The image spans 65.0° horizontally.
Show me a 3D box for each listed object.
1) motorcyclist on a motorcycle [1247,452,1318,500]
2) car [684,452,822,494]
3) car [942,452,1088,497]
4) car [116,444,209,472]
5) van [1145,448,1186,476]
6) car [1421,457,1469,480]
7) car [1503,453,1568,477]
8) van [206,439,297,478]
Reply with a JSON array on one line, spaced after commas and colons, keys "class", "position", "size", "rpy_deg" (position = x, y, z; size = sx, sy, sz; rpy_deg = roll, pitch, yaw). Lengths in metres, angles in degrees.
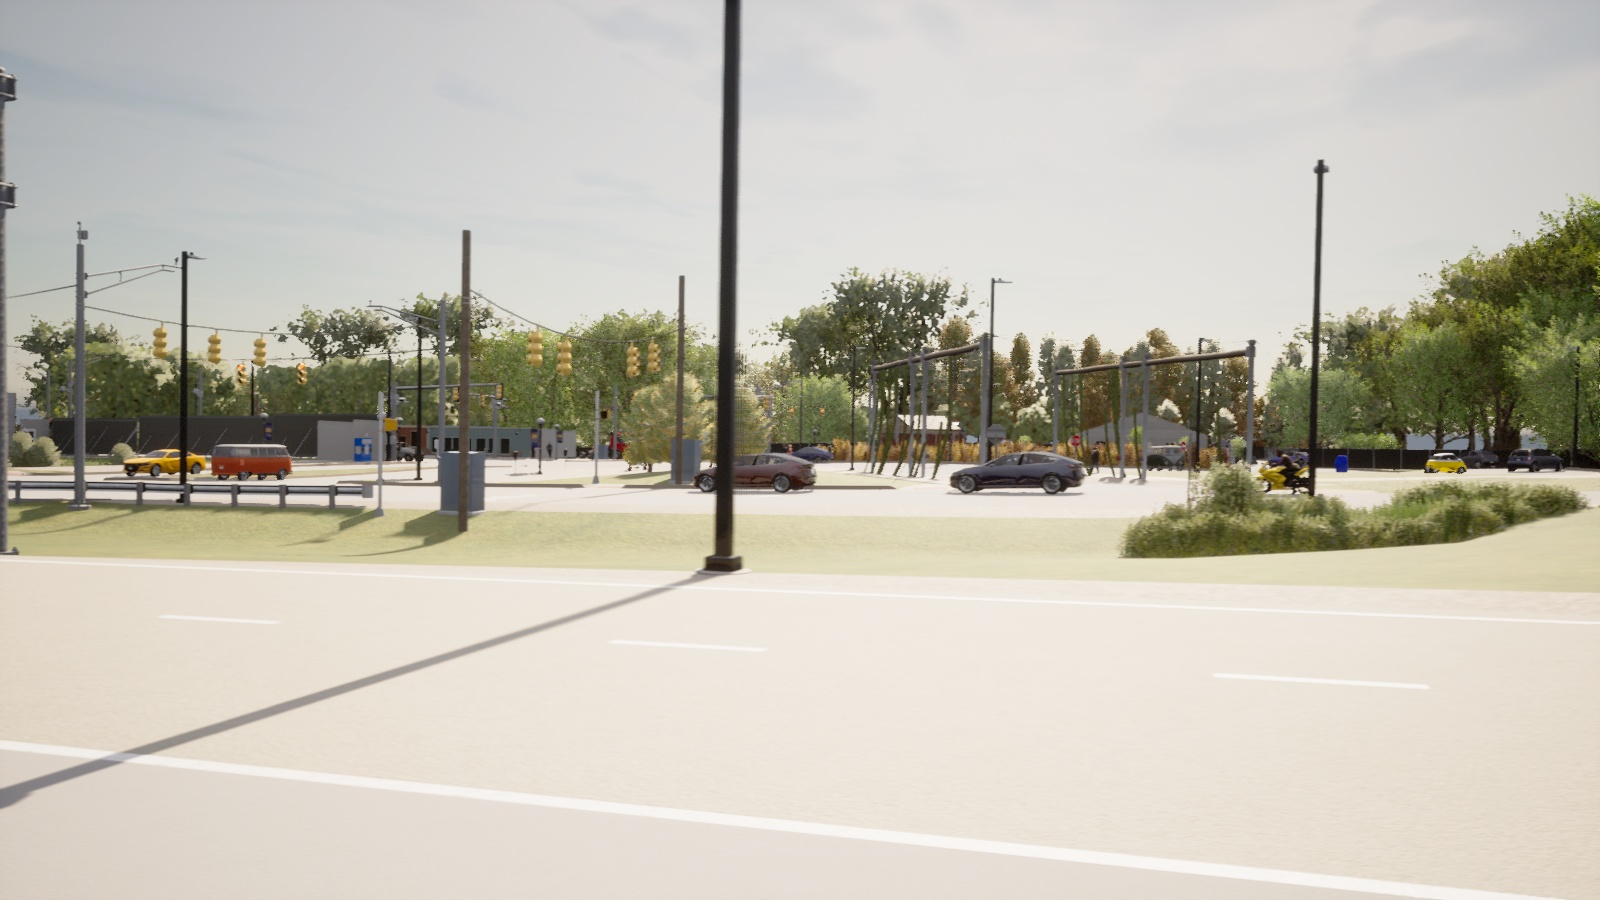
[{"class": "motorcyclist on a motorcycle", "position": [15.735, 0.847, 40.986], "size": [2.044, 1.523, 0.797], "rpy_deg": [0, 1, 32]}, {"class": "car", "position": [-1.774, 0.839, 47.905], "size": [4.792, 1.488, 2.163], "rpy_deg": [0, 1, 18]}, {"class": "car", "position": [7.687, 0.852, 44.811], "size": [4.792, 1.488, 2.163], "rpy_deg": [0, 1, 21]}, {"class": "car", "position": [-36.462, 0.443, 71.976], "size": [1.882, 1.535, 5.008], "rpy_deg": [1, 1, 16]}, {"class": "van", "position": [26.659, 0.870, 91.692], "size": [1.775, 1.987, 4.442], "rpy_deg": [0, 0, 1]}, {"class": "car", "position": [40.867, 1.183, 79.589], "size": [2.207, 1.376, 1.481], "rpy_deg": [0, 1, -1]}, {"class": "car", "position": [49.434, 0.998, 84.408], "size": [3.988, 1.617, 1.851], "rpy_deg": [0, 1, -27]}, {"class": "van", "position": [-29.631, 0.461, 68.015], "size": [1.775, 1.987, 4.442], "rpy_deg": [1, 0, 24]}]
